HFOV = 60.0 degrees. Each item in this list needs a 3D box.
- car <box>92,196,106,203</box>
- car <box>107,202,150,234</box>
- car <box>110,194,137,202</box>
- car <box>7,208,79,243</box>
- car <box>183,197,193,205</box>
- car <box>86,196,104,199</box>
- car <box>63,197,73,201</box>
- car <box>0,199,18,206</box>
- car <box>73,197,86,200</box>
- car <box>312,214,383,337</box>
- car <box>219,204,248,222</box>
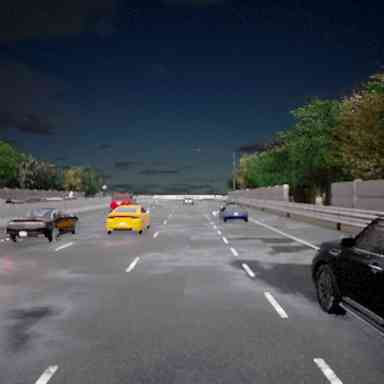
[{"bbox_3d":[-21.848,1.728,78.453,1.837,1.490,4.892,0,-1,-1],"label":"car"},{"bbox_3d":[-3.607,1.531,19.565,1.882,1.535,5.008,0,-1,-1],"label":"car"},{"bbox_3d":[-7.284,1.272,35.643,2.150,2.045,5.566,0,0,0],"label":"car"},{"bbox_3d":[-7.073,1.540,16.337,2.128,1.511,4.902,0,0,-1],"label":"car"},{"bbox_3d":[-0.697,1.777,64.762,1.895,1.301,4.718,0,-1,-1],"label":"car"},{"bbox_3d":[-18.216,1.693,63.585,1.812,1.442,4.674,0,-1,0],"label":"car"},{"bbox_3d":[-28.852,1.815,78.762,1.895,1.301,4.718,0,-1,-1],"label":"car"},{"bbox_3d":[-21.502,1.577,37.648,1.812,1.442,4.674,0,0,-1],"label":"car"},{"bbox_3d":[-25.339,1.786,77.581,2.033,1.411,5.357,0,-1,-1],"label":"car"},{"bbox_3d":[3.556,1.238,4.472,2.150,2.045,5.566,0,0,-1],"label":"car"},{"bbox_3d":[3.312,1.618,27.044,1.994,1.385,4.181,0,0,-1],"label":"car"}]
